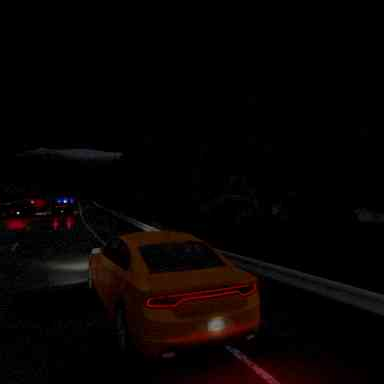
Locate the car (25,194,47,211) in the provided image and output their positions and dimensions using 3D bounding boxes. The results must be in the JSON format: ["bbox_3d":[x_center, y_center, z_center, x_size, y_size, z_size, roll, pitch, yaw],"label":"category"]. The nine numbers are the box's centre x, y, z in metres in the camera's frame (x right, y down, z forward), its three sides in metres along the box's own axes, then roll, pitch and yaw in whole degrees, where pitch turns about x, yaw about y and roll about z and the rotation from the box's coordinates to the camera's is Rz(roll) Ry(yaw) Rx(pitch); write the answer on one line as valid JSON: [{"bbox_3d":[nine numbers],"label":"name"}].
[{"bbox_3d":[-18.824,1.221,39.939,2.150,2.045,5.566,0,0,-19],"label":"car"}]

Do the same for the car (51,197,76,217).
[{"bbox_3d":[-12.183,1.491,31.479,2.128,1.511,4.902,0,0,-19],"label":"car"}]

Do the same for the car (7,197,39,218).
[{"bbox_3d":[-15.346,1.505,30.058,1.837,1.490,4.892,0,0,-20],"label":"car"}]

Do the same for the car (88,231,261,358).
[{"bbox_3d":[-0.746,1.478,6.315,1.882,1.535,5.008,0,0,-25],"label":"car"}]

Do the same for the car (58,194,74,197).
[{"bbox_3d":[-15.669,1.221,41.360,2.150,2.045,5.566,0,0,-19],"label":"car"}]
